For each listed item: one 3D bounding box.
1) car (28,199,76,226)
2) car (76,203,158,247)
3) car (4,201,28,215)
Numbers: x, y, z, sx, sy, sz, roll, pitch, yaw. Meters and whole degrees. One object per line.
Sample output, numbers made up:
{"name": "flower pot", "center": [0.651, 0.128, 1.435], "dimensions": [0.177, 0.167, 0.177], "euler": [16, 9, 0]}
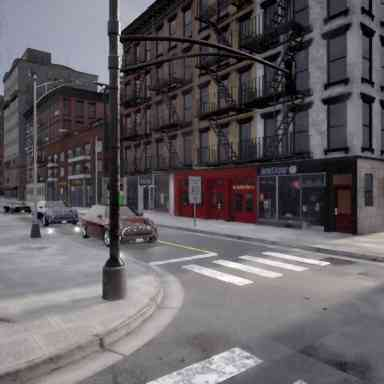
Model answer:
{"name": "car", "center": [-9.528, 1.318, 23.039], "dimensions": [2.097, 1.767, 4.553], "euler": [0, 0, -37]}
{"name": "car", "center": [-3.392, 1.335, 15.104], "dimensions": [2.097, 1.767, 4.553], "euler": [0, 0, -35]}
{"name": "car", "center": [-17.354, 1.544, 33.192], "dimensions": [1.895, 1.301, 4.718], "euler": [0, 0, -38]}
